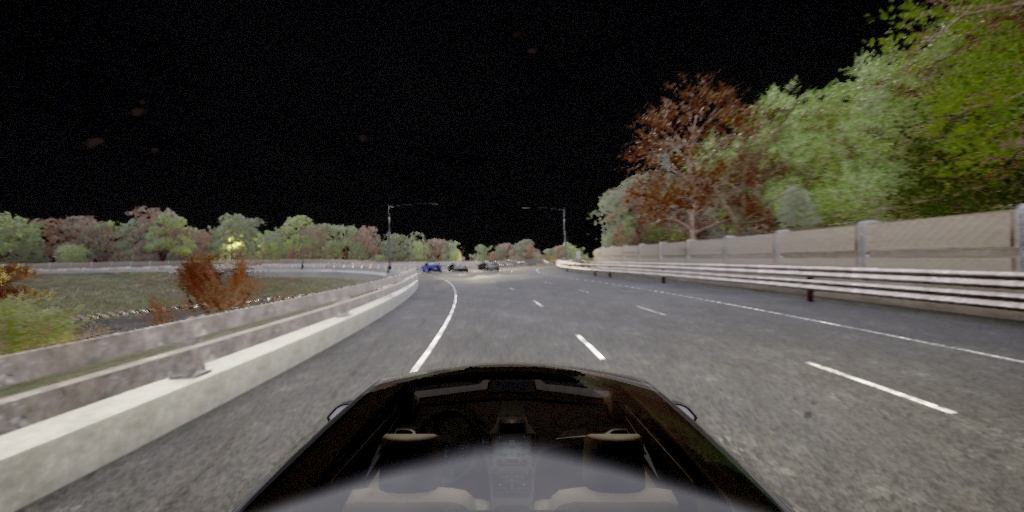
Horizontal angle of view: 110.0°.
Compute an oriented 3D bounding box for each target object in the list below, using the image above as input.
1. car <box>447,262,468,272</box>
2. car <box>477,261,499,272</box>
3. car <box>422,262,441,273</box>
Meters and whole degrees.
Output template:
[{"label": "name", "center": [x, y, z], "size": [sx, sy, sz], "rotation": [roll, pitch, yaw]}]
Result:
[{"label": "car", "center": [-7.859, 1.600, 51.420], "size": [1.994, 1.385, 4.181], "rotation": [-1, 0, -26]}, {"label": "car", "center": [-3.365, 1.420, 50.212], "size": [2.128, 1.511, 4.902], "rotation": [0, 0, -25]}, {"label": "car", "center": [-11.499, 1.590, 50.976], "size": [1.882, 1.535, 5.008], "rotation": [-1, 0, -27]}]
